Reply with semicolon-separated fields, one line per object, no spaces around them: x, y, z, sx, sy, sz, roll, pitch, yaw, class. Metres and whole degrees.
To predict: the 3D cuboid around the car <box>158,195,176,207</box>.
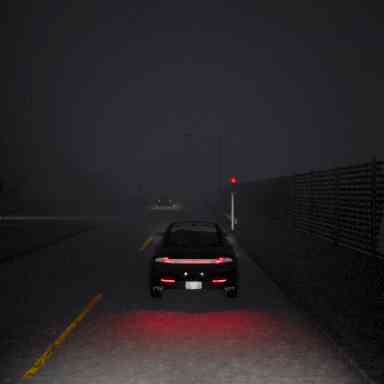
-4.060;1.348;51.335;2.097;1.767;4.553;0;0;0;car

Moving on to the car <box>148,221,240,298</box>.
0.054;1.491;8.498;2.128;1.511;4.902;0;0;1;car

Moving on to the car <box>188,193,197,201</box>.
0.056;1.219;87.465;2.150;2.045;5.566;0;0;0;car

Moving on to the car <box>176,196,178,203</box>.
-4.025;1.596;60.703;1.895;1.301;4.718;0;0;0;car

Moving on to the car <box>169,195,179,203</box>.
-3.950;1.472;71.971;1.882;1.535;5.008;0;0;0;car
